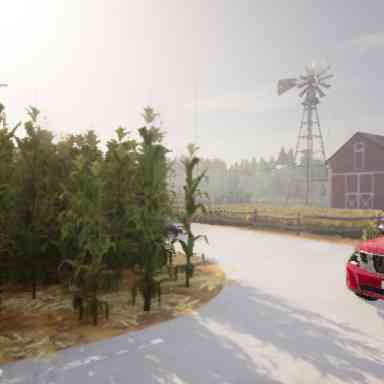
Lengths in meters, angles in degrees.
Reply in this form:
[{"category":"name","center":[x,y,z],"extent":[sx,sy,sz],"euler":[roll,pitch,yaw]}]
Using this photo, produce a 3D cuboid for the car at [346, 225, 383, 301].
[{"category":"car","center":[5.811,1.352,7.418],"extent":[5.566,2.045,2.150],"euler":[1,-1,-34]}]
